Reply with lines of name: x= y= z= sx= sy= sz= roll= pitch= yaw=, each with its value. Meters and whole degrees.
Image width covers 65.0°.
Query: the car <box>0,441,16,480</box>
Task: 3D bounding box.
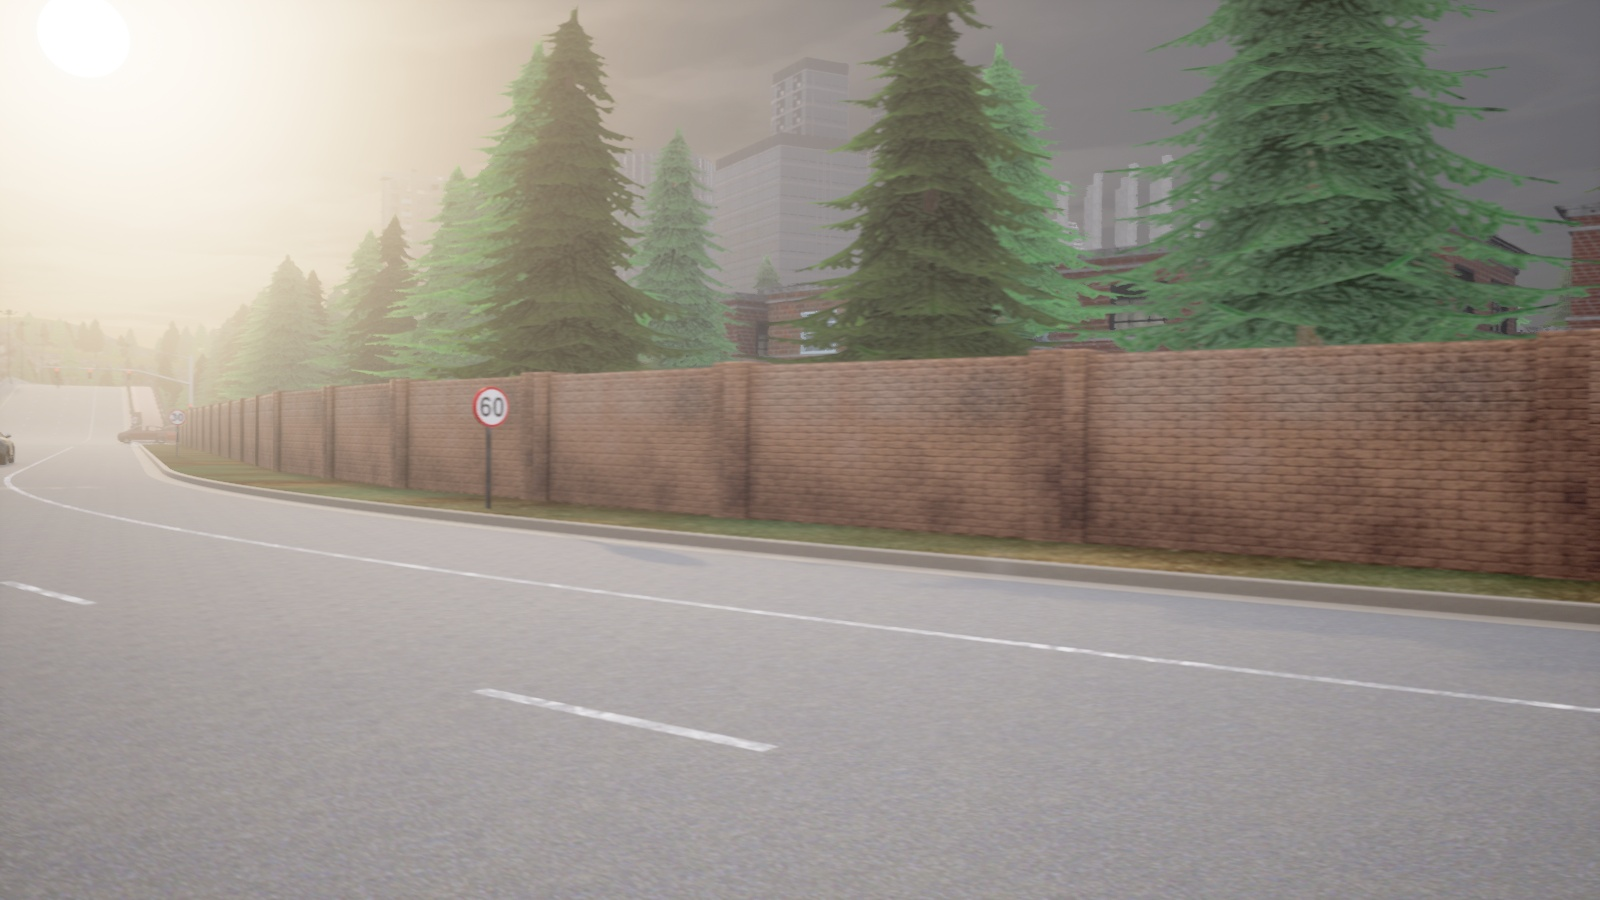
car: x=-30.386 y=0.377 z=46.530 sx=1.994 sy=1.385 sz=4.181 roll=-1 pitch=1 yaw=-29
